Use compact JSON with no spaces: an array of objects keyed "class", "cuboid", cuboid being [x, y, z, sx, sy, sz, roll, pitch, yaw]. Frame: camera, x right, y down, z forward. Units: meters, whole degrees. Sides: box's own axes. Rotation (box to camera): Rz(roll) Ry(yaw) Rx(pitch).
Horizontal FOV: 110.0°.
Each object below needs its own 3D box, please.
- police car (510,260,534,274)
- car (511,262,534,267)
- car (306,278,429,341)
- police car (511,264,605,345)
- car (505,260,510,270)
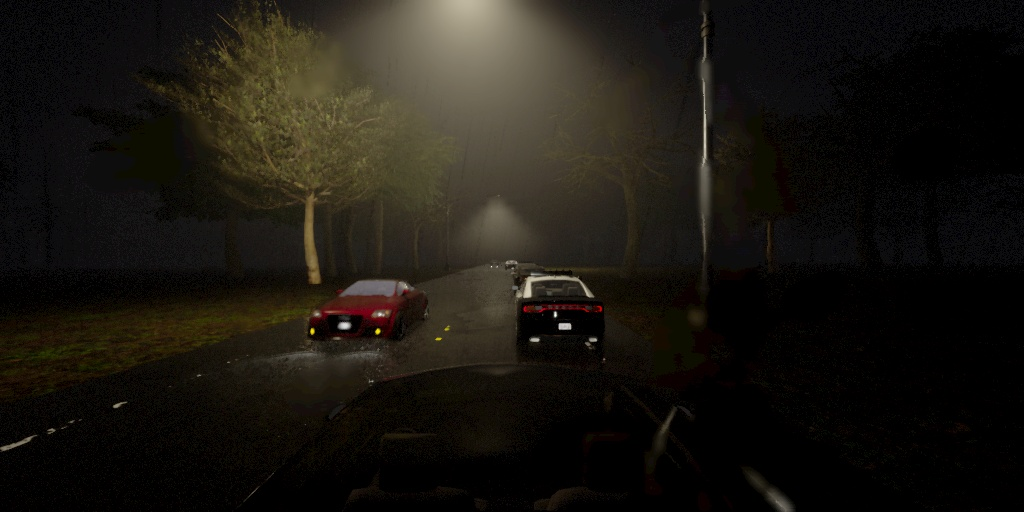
[{"class":"police car","cuboid":[1.001,1.185,25.626,1.930,1.638,5.238,0,0,0]},{"class":"car","cuboid":[1.013,1.263,19.516,1.837,1.490,4.892,0,0,0]},{"class":"car","cuboid":[-3.618,1.317,9.736,1.994,1.385,4.181,0,0,0]},{"class":"police car","cuboid":[1.033,1.178,9.623,1.930,1.638,5.238,0,0,0]},{"class":"car","cuboid":[-0.037,1.393,52.779,1.895,1.301,4.718,0,0,0]}]
